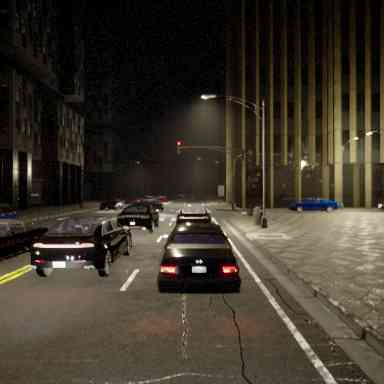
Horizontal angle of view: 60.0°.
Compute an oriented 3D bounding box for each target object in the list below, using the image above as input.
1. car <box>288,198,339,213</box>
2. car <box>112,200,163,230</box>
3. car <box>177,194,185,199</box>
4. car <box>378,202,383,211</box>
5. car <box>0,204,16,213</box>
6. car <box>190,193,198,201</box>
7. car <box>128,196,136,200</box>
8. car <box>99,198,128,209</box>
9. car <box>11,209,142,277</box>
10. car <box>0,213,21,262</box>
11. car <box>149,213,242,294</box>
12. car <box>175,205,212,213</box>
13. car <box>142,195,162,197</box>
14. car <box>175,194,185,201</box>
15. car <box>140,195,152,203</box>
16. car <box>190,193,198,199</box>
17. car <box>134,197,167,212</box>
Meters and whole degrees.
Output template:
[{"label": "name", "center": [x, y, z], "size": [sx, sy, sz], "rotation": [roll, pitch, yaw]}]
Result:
[{"label": "car", "center": [12.731, 1.364, 35.024], "size": [5.008, 1.535, 1.882], "rotation": [0, 0, 1]}, {"label": "car", "center": [-3.043, 1.457, 19.586], "size": [1.882, 1.535, 5.008], "rotation": [0, 0, 0]}, {"label": "car", "center": [-2.757, 1.174, 87.549], "size": [1.895, 1.301, 4.718], "rotation": [0, 0, 0]}, {"label": "car", "center": [22.197, 1.338, 34.989], "size": [4.902, 1.511, 2.128], "rotation": [0, 0, 0]}, {"label": "car", "center": [-9.767, 1.338, 15.123], "size": [2.097, 1.767, 4.553], "rotation": [0, 0, 0]}, {"label": "car", "center": [0.434, 1.280, 77.078], "size": [1.837, 1.490, 4.892], "rotation": [0, 0, 0]}, {"label": "car", "center": [-9.546, 1.411, 53.245], "size": [1.812, 1.442, 4.674], "rotation": [0, 1, 0]}, {"label": "car", "center": [-9.625, 1.478, 40.153], "size": [2.033, 1.411, 5.357], "rotation": [0, 0, 0]}, {"label": "car", "center": [-3.095, 1.485, 10.211], "size": [2.128, 1.511, 4.902], "rotation": [0, 0, 0]}, {"label": "car", "center": [-6.543, 1.594, 10.709], "size": [1.895, 1.301, 4.718], "rotation": [0, 0, 0]}, {"label": "car", "center": [0.148, 1.543, 8.934], "size": [2.033, 1.411, 5.357], "rotation": [0, 0, 0]}, {"label": "car", "center": [0.103, 1.473, 18.678], "size": [2.128, 1.511, 4.902], "rotation": [0, 0, 0]}, {"label": "car", "center": [-6.311, 1.386, 50.700], "size": [2.128, 1.511, 4.902], "rotation": [0, 0, 0]}, {"label": "car", "center": [-2.816, 1.305, 77.097], "size": [2.128, 1.511, 4.902], "rotation": [0, 0, 0]}, {"label": "car", "center": [-9.372, 1.352, 67.874], "size": [1.812, 1.442, 4.674], "rotation": [0, 1, 0]}, {"label": "car", "center": [0.493, 1.104, 87.500], "size": [2.128, 1.511, 4.902], "rotation": [0, 0, 0]}, {"label": "car", "center": [-4.625, 1.541, 36.841], "size": [1.895, 1.301, 4.718], "rotation": [0, 0, -25]}]
